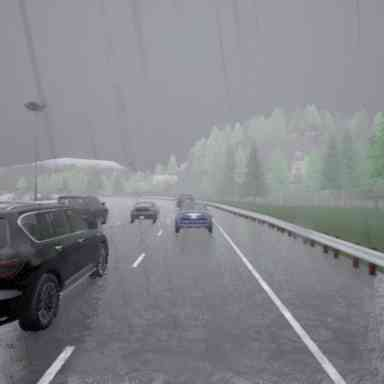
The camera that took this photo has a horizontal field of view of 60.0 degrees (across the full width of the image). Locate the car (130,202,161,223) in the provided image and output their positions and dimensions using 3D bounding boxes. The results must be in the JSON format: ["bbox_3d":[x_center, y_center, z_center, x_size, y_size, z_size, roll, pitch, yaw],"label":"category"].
[{"bbox_3d":[-3.518,1.506,25.399,1.837,1.490,4.892,0,0,-1],"label":"car"}]

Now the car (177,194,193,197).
[{"bbox_3d":[-0.916,1.224,40.495,2.150,2.045,5.566,0,0,-5],"label":"car"}]

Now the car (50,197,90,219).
[{"bbox_3d":[-10.685,1.351,29.536,2.097,1.767,4.553,0,0,-3],"label":"car"}]

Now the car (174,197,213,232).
[{"bbox_3d":[0.079,1.353,20.036,2.097,1.767,4.553,0,0,0],"label":"car"}]

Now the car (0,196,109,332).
[{"bbox_3d":[-3.398,1.221,6.965,2.150,2.045,5.566,0,0,0],"label":"car"}]

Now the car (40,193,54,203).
[{"bbox_3d":[-32.103,1.215,73.576,2.150,2.045,5.566,0,0,-16],"label":"car"}]
